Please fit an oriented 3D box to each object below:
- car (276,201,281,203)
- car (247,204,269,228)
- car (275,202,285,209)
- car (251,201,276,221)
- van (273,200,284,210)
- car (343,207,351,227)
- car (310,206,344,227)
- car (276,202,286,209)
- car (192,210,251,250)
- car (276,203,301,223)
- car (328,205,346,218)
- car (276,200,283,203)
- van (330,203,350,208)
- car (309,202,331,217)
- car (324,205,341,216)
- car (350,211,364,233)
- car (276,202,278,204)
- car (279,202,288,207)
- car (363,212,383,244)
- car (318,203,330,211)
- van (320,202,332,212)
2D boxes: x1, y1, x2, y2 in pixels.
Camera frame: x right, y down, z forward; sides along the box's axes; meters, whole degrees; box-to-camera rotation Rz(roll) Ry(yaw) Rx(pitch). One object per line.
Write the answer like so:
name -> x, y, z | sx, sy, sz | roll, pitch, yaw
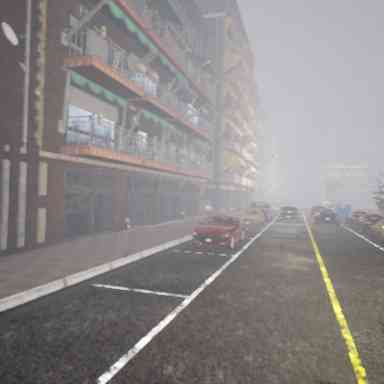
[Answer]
car -> 9.694, 2.253, 41.811 | 2.008, 1.369, 4.403 | 1, -1, 18
car -> 4.633, 1.913, 25.848 | 1.752, 1.417, 4.829 | 1, -1, 18
car -> 18.043, 2.820, 68.146 | 1.802, 1.307, 4.206 | 1, -1, 18
car -> 6.359, 1.809, 31.279 | 2.192, 1.841, 5.009 | 1, -1, 18
van -> 16.380, 2.471, 62.883 | 1.690, 1.788, 3.998 | 1, -1, 18
car -> 14.336, 2.306, 28.740 | 1.802, 1.307, 4.206 | 1, -1, 18
car -> 11.760, 2.211, 29.216 | 1.994, 1.385, 4.181 | 2, -1, 17
car -> 19.713, 2.929, 73.413 | 1.802, 1.307, 4.206 | 1, -1, 18
car -> 1.343, 1.730, 15.475 | 1.887, 1.381, 4.507 | 1, -1, 18
car -> 9.360, 2.104, 32.045 | 1.837, 1.490, 4.892 | 2, -1, 18
car -> 19.400, 2.567, 44.703 | 1.752, 1.417, 4.829 | 1, -1, 18
car -> 11.367, 2.248, 47.078 | 1.967, 1.590, 4.097 | 1, -1, 18
van -> 17.683, 2.274, 39.277 | 1.690, 1.788, 3.998 | 1, -1, 18
car -> 15.152, 2.337, 40.011 | 1.882, 1.535, 5.008 | 2, 0, 18
car -> 21.018, 2.711, 49.809 | 1.947, 1.339, 4.313 | 1, -1, 18
car -> 12.666, 2.203, 23.473 | 1.802, 1.307, 4.206 | 1, -1, 18
car -> 8.024, 2.148, 36.544 | 2.008, 1.369, 4.403 | 1, -1, 18
car -> 23.054, 3.132, 83.947 | 1.947, 1.339, 4.313 | 1, -1, 18
car -> 11.049, 2.047, 18.368 | 1.752, 1.417, 4.829 | 1, -1, 18
car -> 26.080, 2.997, 65.772 | 1.752, 1.417, 4.829 | 1, -1, 18
van -> 24.364, 2.701, 60.347 | 1.690, 1.788, 3.998 | 1, -1, 18
